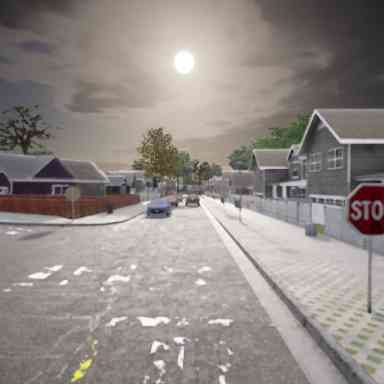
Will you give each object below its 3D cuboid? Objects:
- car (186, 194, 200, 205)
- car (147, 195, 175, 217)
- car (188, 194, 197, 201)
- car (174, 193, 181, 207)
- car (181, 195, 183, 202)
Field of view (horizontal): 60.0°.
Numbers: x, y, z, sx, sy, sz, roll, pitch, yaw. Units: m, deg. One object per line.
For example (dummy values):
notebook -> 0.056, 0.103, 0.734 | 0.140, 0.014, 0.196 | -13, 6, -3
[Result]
car -> 0.093, 1.066, 50.531 | 2.097, 1.767, 4.553 | 0, 0, 0
car -> -2.849, 1.290, 29.544 | 1.882, 1.535, 5.008 | 0, 0, 0
car -> 0.089, 1.174, 69.105 | 1.812, 1.442, 4.674 | 0, 0, 0
car -> -2.840, 1.217, 44.668 | 1.882, 1.535, 5.008 | 0, 0, 0
car -> -2.767, 1.017, 62.964 | 2.097, 1.767, 4.553 | 0, 0, 0
